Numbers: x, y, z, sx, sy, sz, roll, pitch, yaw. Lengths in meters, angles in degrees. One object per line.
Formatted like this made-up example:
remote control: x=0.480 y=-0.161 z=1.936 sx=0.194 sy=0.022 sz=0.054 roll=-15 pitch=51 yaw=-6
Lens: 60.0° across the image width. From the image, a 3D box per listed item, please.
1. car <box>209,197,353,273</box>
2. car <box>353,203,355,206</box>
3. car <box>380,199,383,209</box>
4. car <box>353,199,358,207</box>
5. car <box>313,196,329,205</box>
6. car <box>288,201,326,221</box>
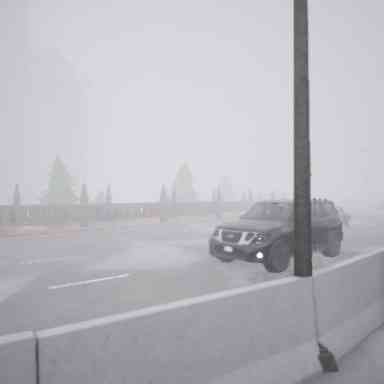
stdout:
car: x=3.080 y=1.259 z=11.236 sx=5.566 sy=2.045 sz=2.150 roll=0 pitch=0 yaw=-42
car: x=9.271 y=1.654 z=22.602 sx=1.994 sy=1.385 sz=4.181 roll=0 pitch=0 yaw=40
car: x=27.382 y=1.577 z=45.846 sx=2.097 sy=1.767 sz=4.553 roll=-1 pitch=-1 yaw=22
car: x=28.156 y=1.820 z=59.396 sx=1.882 sy=1.535 sz=5.008 roll=0 pitch=0 yaw=15
car: x=26.251 y=1.733 z=68.015 sx=2.097 sy=1.767 sz=4.553 roll=-1 pitch=-1 yaw=9
car: x=10.259 y=1.615 z=29.423 sx=1.882 sy=1.535 sz=5.008 roll=0 pitch=0 yaw=36
